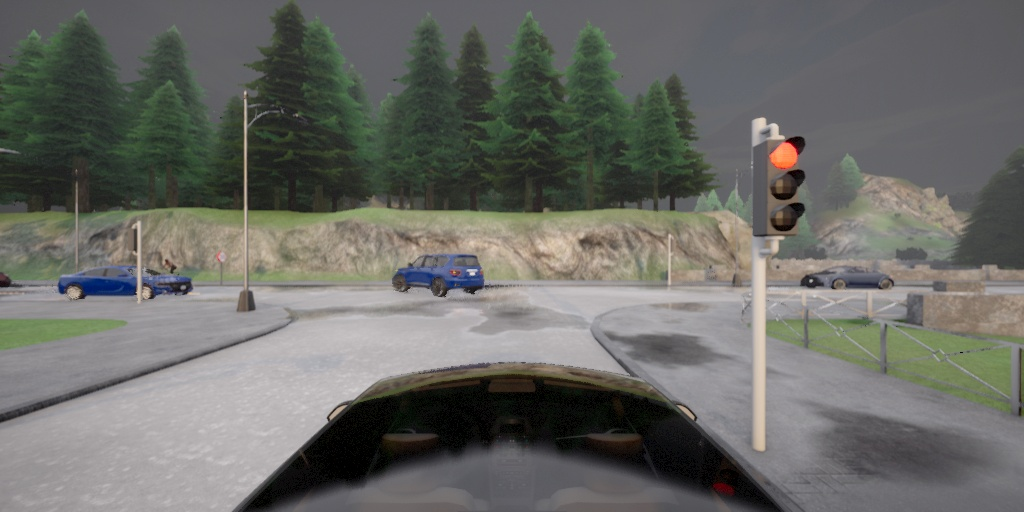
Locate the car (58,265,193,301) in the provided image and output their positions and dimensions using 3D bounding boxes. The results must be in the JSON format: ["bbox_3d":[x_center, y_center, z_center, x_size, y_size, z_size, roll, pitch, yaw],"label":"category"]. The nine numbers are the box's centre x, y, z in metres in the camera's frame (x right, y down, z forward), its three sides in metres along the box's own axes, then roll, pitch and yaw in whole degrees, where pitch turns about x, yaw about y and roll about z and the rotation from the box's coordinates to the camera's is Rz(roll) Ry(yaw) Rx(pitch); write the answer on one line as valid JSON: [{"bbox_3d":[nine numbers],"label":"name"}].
[{"bbox_3d":[-17.691,1.185,16.581,5.008,1.535,1.882,0,0,0],"label":"car"}]

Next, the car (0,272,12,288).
[{"bbox_3d":[-32.163,1.258,20.792,4.181,1.385,1.994,0,0,0],"label":"car"}]

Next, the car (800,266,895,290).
[{"bbox_3d":[19.300,1.260,20.744,4.181,1.385,1.994,0,0,0],"label":"car"}]

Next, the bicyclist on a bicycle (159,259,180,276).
[{"bbox_3d":[-23.919,1.032,24.986,0.582,1.620,1.656,0,0,0],"label":"bicyclist on a bicycle"}]

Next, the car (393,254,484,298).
[{"bbox_3d":[-3.885,0.923,18.516,5.566,2.045,2.150,0,-1,41],"label":"car"}]
